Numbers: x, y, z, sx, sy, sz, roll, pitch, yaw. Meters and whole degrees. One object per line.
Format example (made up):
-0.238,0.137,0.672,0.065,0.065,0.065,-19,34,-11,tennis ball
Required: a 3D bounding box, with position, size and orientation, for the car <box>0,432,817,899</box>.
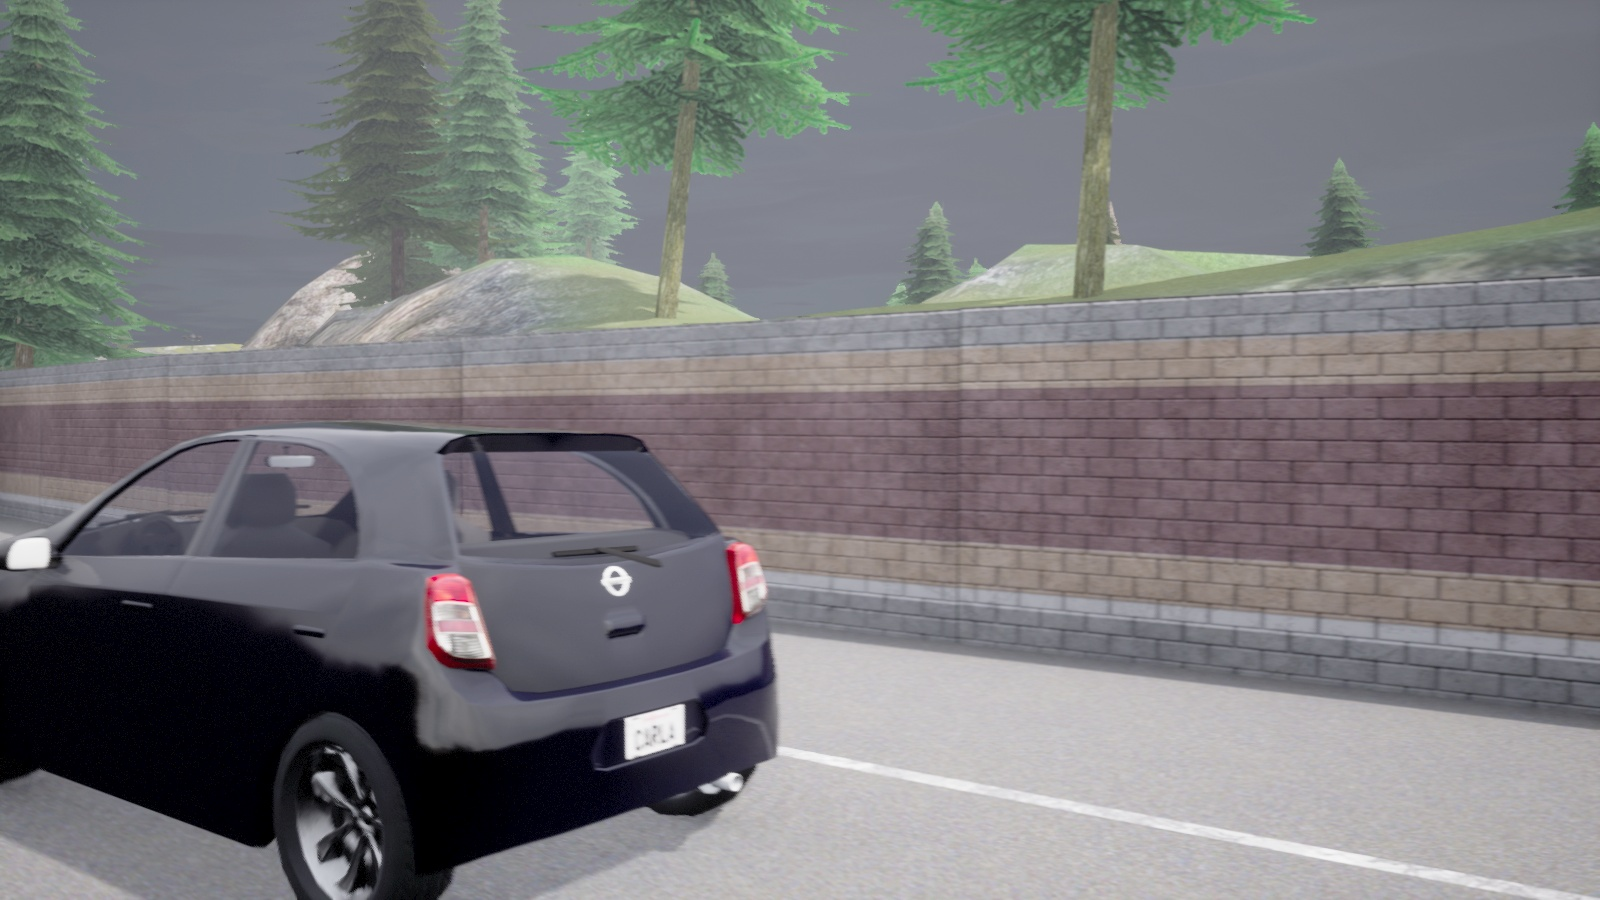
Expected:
-1.954,0.696,5.044,3.633,1.501,1.845,0,1,36,car
